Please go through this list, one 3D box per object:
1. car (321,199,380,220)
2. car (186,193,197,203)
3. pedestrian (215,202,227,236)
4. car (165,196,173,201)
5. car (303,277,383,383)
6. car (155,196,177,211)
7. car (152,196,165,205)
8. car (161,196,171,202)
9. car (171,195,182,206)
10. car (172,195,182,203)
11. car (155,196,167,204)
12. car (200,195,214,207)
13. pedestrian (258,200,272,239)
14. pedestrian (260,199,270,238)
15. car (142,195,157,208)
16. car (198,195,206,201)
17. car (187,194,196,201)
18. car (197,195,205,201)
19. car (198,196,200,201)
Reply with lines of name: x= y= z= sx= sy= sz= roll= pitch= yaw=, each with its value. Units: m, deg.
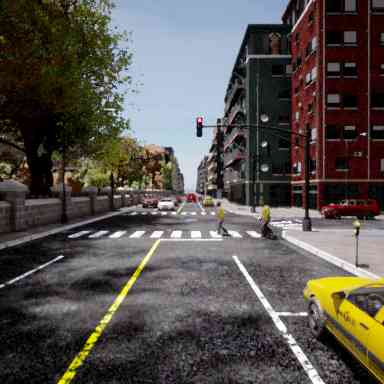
car: x=14.550 y=1.590 z=30.562 sx=5.009 sy=1.841 sz=2.192 roll=1 pitch=-1 yaw=0
car: x=-0.153 y=1.244 z=72.450 sx=2.150 sy=2.045 sz=5.566 roll=0 pitch=0 yaw=0
pedestrian: x=1.437 y=1.294 z=16.927 sx=0.375 sy=1.860 sz=0.375 roll=0 pitch=0 yaw=0
car: x=-5.876 y=1.623 z=85.838 sx=1.802 sy=1.307 sz=4.206 roll=0 pitch=0 yaw=0
car: x=2.680 y=1.525 z=3.714 sx=1.752 sy=1.417 sz=4.829 roll=0 pitch=0 yaw=0
car: x=-3.156 y=1.531 z=41.199 sx=1.812 sy=1.442 sz=4.674 roll=0 pitch=0 yaw=-1
car: x=-5.818 y=1.456 z=58.162 sx=1.967 sy=1.590 sz=4.097 roll=0 pitch=0 yaw=0
car: x=-5.852 y=1.612 z=74.767 sx=1.802 sy=1.307 sz=4.206 roll=0 pitch=0 yaw=0
car: x=-3.200 y=1.561 z=53.647 sx=2.033 sy=1.411 sz=5.357 roll=0 pitch=0 yaw=0
car: x=-3.149 y=1.503 z=69.455 sx=1.882 sy=1.535 sz=5.008 roll=0 pitch=0 yaw=0
car: x=-5.829 y=1.565 z=63.697 sx=1.887 sy=1.381 sz=4.507 roll=0 pitch=0 yaw=0
car: x=2.574 y=1.538 z=52.815 sx=1.752 sy=1.417 sz=4.829 roll=0 pitch=0 yaw=0
pedestrian: x=3.448 y=1.294 z=15.716 sx=0.375 sy=1.860 sz=0.375 roll=0 pitch=0 yaw=0
pedestrian: x=3.590 y=1.294 z=16.331 sx=0.375 sy=1.860 sz=0.375 roll=0 pitch=0 yaw=0
car: x=-5.794 y=1.323 z=47.091 sx=2.192 sy=1.841 sz=5.009 roll=0 pitch=0 yaw=0
car: x=2.504 y=1.585 z=85.856 sx=1.887 sy=1.381 sz=4.507 roll=0 pitch=0 yaw=0
car: x=-0.176 y=1.305 z=82.811 sx=2.097 sy=1.767 sz=4.553 roll=0 pitch=0 yaw=0
car: x=2.492 y=1.592 z=91.391 sx=1.887 sy=1.381 sz=4.507 roll=0 pitch=0 yaw=0
car: x=2.563 y=1.561 z=58.180 sx=1.887 sy=1.381 sz=4.507 roll=0 pitch=0 yaw=0
